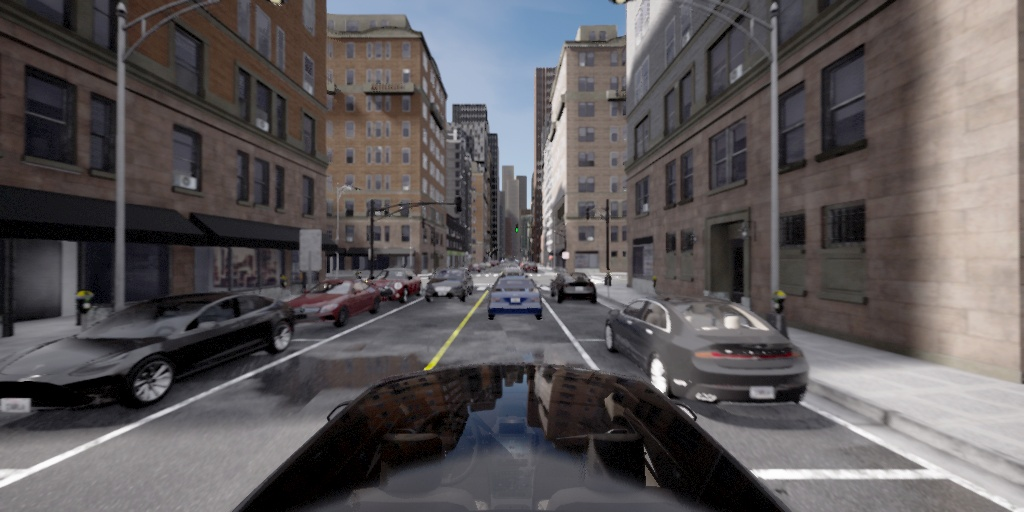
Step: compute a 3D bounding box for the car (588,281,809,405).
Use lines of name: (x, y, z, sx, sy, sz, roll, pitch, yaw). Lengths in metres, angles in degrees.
car: (2.857, 1.338, 6.273, 2.007, 1.370, 4.403, 0, 0, 0)

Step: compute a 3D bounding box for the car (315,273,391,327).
car: (-5.668, 1.415, 11.775, 1.802, 1.307, 4.207, 0, 0, 0)

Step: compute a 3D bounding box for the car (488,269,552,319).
car: (0.101, 1.392, 13.281, 2.033, 1.411, 5.357, 0, 0, 0)

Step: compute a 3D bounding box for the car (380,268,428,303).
car: (-5.668, 1.318, 17.276, 1.967, 1.591, 4.097, 0, 0, 0)

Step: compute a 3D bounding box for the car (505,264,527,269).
car: (0.101, 1.636, 32.367, 1.895, 1.301, 4.718, 0, -1, 0)

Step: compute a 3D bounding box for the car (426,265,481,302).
car: (-3.001, 1.381, 17.938, 2.128, 1.511, 4.902, 0, -1, 0)

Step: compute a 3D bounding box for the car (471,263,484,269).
car: (-5.632, 1.799, 54.376, 1.802, 1.307, 4.207, 0, 0, 0)

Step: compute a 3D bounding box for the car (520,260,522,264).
car: (2.914, 1.876, 65.180, 2.007, 1.370, 4.403, 0, 0, 0)

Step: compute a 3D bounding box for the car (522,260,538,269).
car: (2.894, 1.657, 54.363, 1.967, 1.591, 4.097, 0, 0, 0)

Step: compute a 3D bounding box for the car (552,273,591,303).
car: (2.858, 1.444, 17.275, 1.948, 1.339, 4.313, 0, 0, 0)

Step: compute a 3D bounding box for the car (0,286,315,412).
car: (-5.668, 1.353, 6.274, 1.948, 1.339, 4.313, 0, 0, 0)

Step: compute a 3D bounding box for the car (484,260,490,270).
car: (-5.611, 1.876, 65.192, 2.007, 1.370, 4.403, 0, 0, 0)
